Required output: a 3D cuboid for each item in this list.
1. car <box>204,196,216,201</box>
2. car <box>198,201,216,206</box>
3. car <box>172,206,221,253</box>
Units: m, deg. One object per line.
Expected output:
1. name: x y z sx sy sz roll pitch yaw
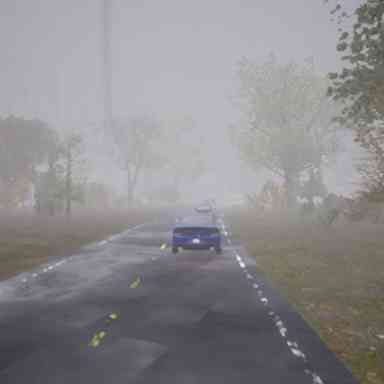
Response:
1. car: 3.939 1.891 71.793 2.150 2.045 5.566 0 -1 11
2. car: 1.105 1.801 29.211 1.812 1.442 4.674 0 0 5
3. car: 0.250 1.615 14.390 1.882 1.535 5.008 0 0 2
